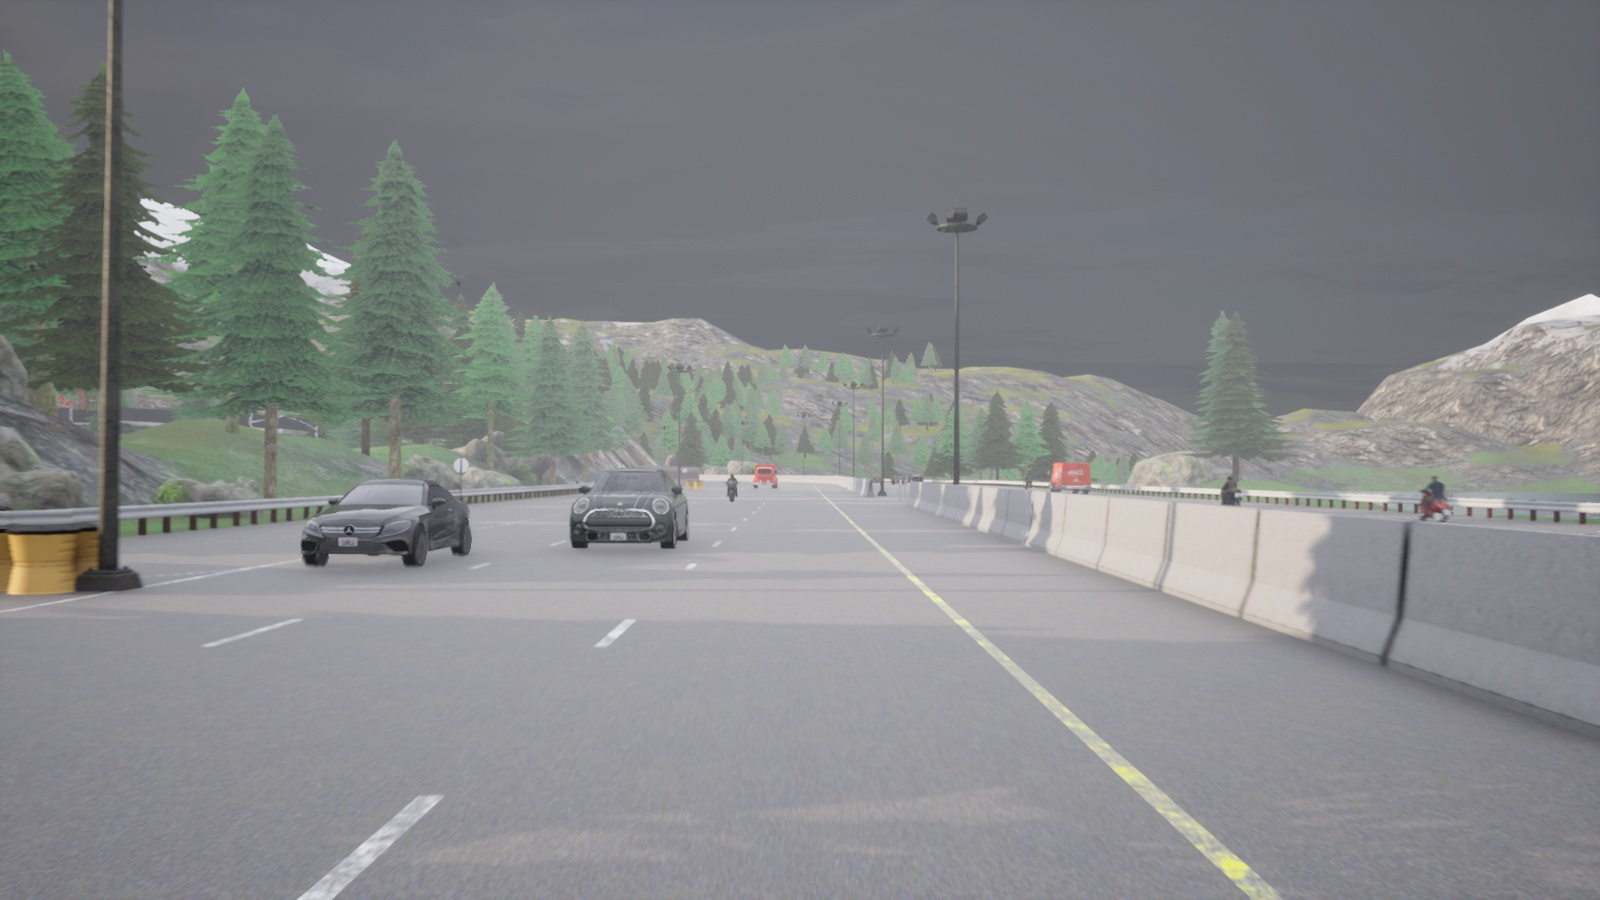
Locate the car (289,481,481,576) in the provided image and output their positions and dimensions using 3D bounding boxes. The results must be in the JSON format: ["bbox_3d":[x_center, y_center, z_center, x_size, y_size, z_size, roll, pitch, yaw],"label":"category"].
[{"bbox_3d":[-7.056,1.271,21.895,1.812,1.442,4.674,0,-1,0],"label":"car"}]

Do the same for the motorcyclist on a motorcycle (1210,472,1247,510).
[{"bbox_3d":[17.426,1.664,51.134,0.797,1.523,2.044,0,-1,0],"label":"motorcyclist on a motorcycle"}]

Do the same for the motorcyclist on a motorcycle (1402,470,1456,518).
[{"bbox_3d":[20.923,1.451,41.821,0.866,1.590,1.817,0,-1,0],"label":"motorcyclist on a motorcycle"}]

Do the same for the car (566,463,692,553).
[{"bbox_3d":[-3.567,1.184,27.022,2.097,1.767,4.553,0,-1,0],"label":"car"}]
